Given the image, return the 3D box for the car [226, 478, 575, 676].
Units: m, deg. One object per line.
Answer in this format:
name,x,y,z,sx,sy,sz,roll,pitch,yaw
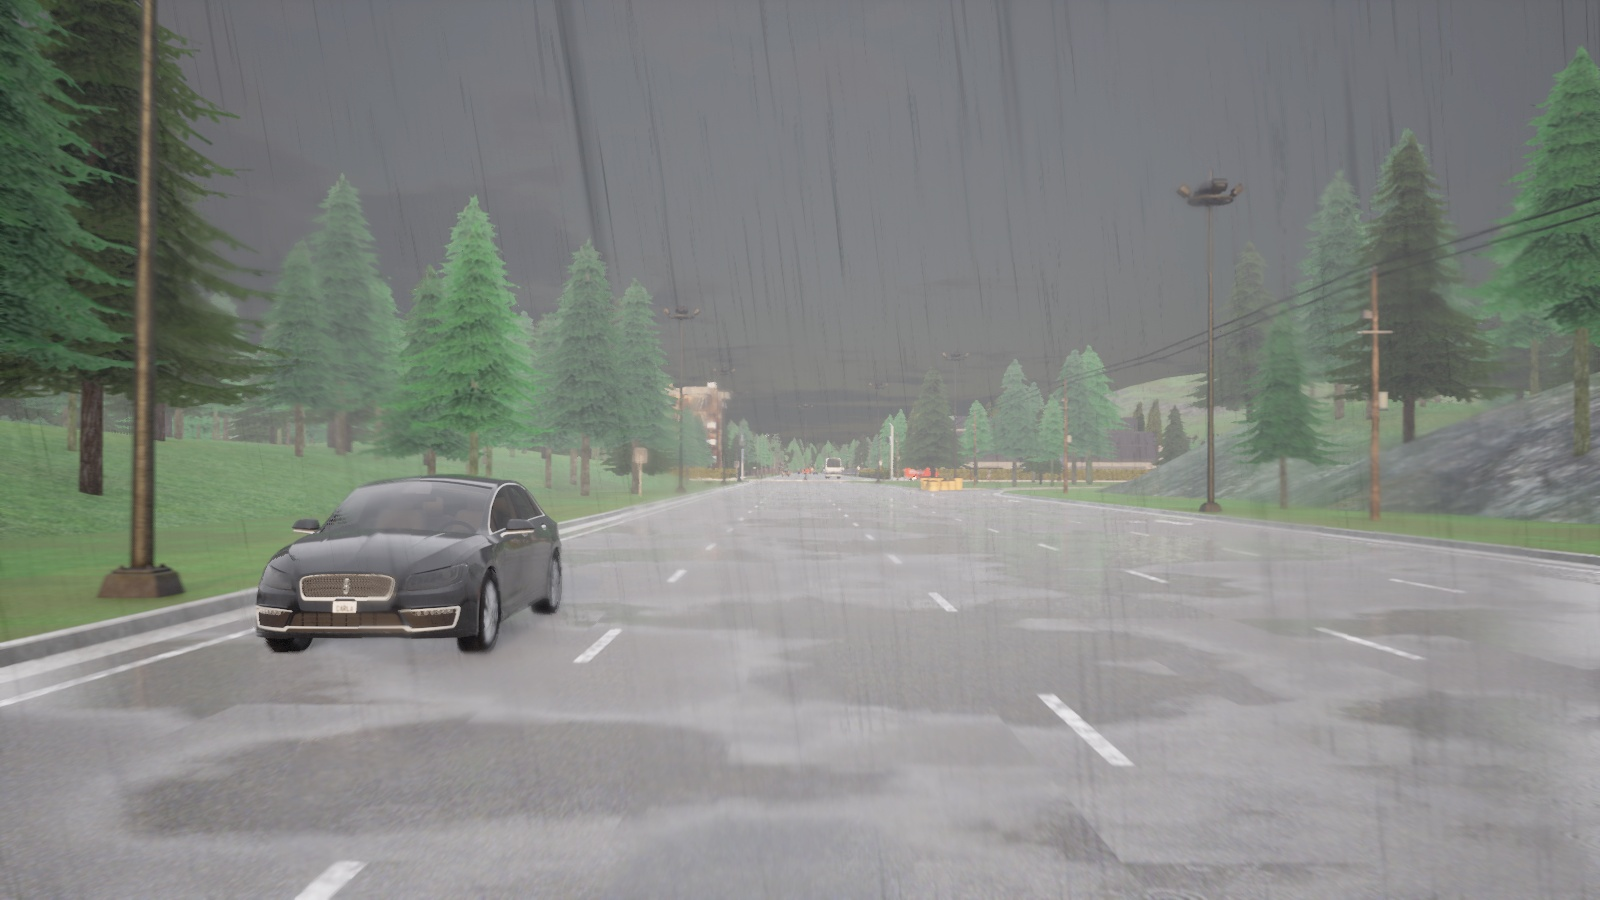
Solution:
car,-3.529,1.037,12.164,1.837,1.490,4.892,0,-1,0
